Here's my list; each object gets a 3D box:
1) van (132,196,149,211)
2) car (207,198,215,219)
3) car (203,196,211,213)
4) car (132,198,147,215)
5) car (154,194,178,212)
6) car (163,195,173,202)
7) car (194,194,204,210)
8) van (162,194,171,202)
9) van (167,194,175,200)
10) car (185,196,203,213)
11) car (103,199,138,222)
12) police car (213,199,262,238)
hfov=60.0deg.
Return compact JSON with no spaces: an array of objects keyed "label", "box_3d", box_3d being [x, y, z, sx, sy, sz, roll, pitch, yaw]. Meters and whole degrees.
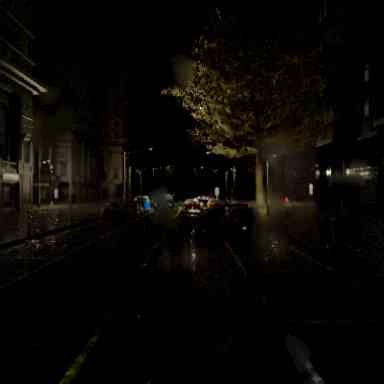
[{"label":"van","box_3d":[-5.765,1.332,37.118,1.690,1.788,3.998,0,0,0]},{"label":"car","box_3d":[2.761,1.536,31.936,1.887,1.381,4.507,0,0,0]},{"label":"car","box_3d":[2.767,1.518,42.686,1.752,1.417,4.829,0,0,0]},{"label":"car","box_3d":[-5.764,1.557,31.705,1.947,1.339,4.313,0,0,0]},{"label":"car","box_3d":[-3.067,1.342,37.819,2.097,1.767,4.553,0,0,0]},{"label":"car","box_3d":[-5.777,1.557,80.628,1.887,1.381,4.507,0,0,0]},{"label":"car","box_3d":[2.252,1.471,52.316,4.902,1.511,2.128,-1,2,-30]},{"label":"van","box_3d":[-5.779,1.349,75.103,1.690,1.788,3.998,0,0,0]},{"label":"van","box_3d":[-5.776,1.364,91.678,1.690,1.788,3.998,0,0,0]},{"label":"car","box_3d":[0.058,1.593,42.647,1.895,1.301,4.718,0,0,0]},{"label":"car","box_3d":[-5.764,1.536,26.292,1.887,1.381,4.507,0,0,0]},{"label":"police car","box_3d":[2.367,1.418,17.607,1.930,1.638,5.238,0,0,0]}]
